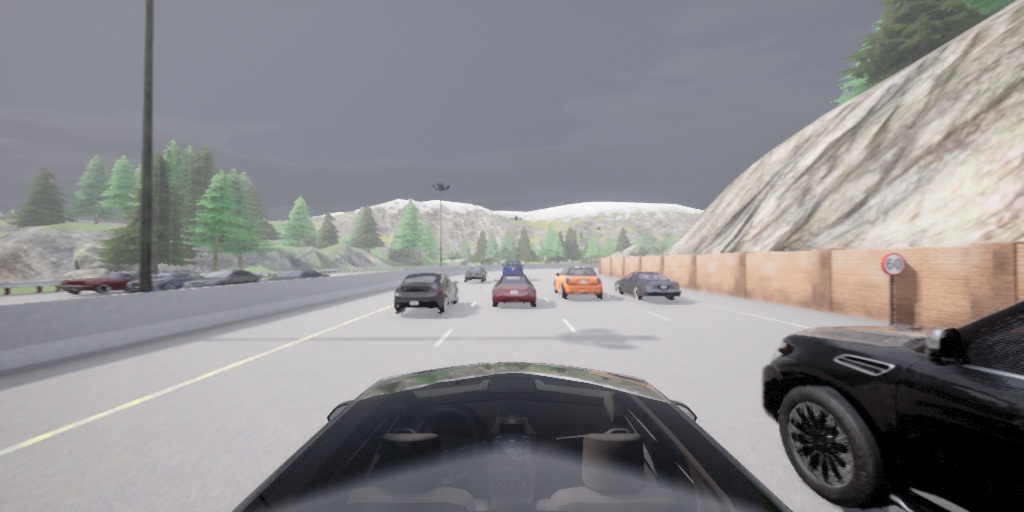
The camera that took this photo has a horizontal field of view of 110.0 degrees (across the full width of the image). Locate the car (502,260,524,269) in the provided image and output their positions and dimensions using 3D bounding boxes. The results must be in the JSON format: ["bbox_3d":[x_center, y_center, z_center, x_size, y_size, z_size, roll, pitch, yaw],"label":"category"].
[{"bbox_3d":[0.100,1.462,38.398,2.150,2.045,5.566,0,-1,0],"label":"car"}]

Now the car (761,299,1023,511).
[{"bbox_3d":[3.601,0.966,1.251,2.150,2.045,5.566,0,-1,0],"label":"car"}]

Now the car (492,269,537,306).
[{"bbox_3d":[0.099,1.519,17.055,1.994,1.385,4.181,0,-1,0],"label":"car"}]

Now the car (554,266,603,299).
[{"bbox_3d":[3.599,1.350,20.175,2.097,1.767,4.553,0,-1,0],"label":"car"}]

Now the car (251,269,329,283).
[{"bbox_3d":[-14.102,1.589,23.672,2.033,1.411,5.357,0,-1,0],"label":"car"}]

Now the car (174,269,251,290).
[{"bbox_3d":[-17.599,1.546,22.140,1.812,1.442,4.674,0,-1,0],"label":"car"}]

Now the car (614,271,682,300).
[{"bbox_3d":[7.098,1.534,19.277,2.033,1.411,5.357,0,-1,0],"label":"car"}]

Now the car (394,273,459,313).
[{"bbox_3d":[-3.400,1.431,14.884,1.837,1.490,4.892,0,-1,0],"label":"car"}]

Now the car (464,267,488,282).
[{"bbox_3d":[-3.404,1.733,34.296,2.033,1.411,5.357,0,-1,0],"label":"car"}]

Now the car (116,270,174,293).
[{"bbox_3d":[-21.099,1.585,22.234,1.994,1.385,4.181,0,-1,0],"label":"car"}]

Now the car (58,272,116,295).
[{"bbox_3d":[-24.601,1.623,22.382,1.895,1.301,4.718,0,-1,0],"label":"car"}]
